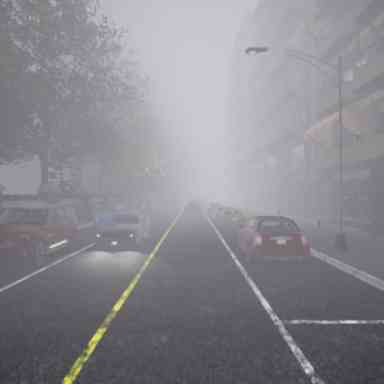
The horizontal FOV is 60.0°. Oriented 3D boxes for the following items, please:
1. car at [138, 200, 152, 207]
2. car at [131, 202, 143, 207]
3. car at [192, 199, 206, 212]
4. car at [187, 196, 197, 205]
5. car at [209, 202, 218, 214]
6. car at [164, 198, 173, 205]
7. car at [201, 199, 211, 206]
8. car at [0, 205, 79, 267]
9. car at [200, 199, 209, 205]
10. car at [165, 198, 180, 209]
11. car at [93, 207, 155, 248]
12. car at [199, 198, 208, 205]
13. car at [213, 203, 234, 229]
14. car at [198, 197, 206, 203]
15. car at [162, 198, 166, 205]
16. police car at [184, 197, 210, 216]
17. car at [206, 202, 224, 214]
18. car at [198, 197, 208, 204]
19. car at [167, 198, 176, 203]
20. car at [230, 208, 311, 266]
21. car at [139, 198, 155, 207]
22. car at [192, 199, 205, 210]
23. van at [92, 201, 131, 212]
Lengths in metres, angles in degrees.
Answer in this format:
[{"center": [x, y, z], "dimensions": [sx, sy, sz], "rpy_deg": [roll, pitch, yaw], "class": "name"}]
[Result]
[{"center": [-5.653, 1.840, 34.488], "dimensions": [1.887, 1.381, 4.507], "rpy_deg": [0, -1, 0], "class": "car"}, {"center": [-5.659, 1.827, 28.858], "dimensions": [1.802, 1.307, 4.206], "rpy_deg": [0, -1, 0], "class": "car"}, {"center": [0.952, 1.866, 47.063], "dimensions": [1.801, 1.575, 5.366], "rpy_deg": [0, -1, 0], "class": "car"}, {"center": [0.081, 1.811, 71.374], "dimensions": [2.097, 1.767, 4.553], "rpy_deg": [0, -1, 0], "class": "car"}, {"center": [2.721, 1.828, 28.849], "dimensions": [1.802, 1.307, 4.206], "rpy_deg": [0, -1, 0], "class": "car"}, {"center": [-5.605, 2.162, 79.528], "dimensions": [1.967, 1.590, 4.097], "rpy_deg": [0, -1, 0], "class": "car"}, {"center": [2.764, 2.156, 68.260], "dimensions": [1.887, 1.381, 4.507], "rpy_deg": [0, -1, 0], "class": "car"}, {"center": [-5.677, 1.414, 11.970], "dimensions": [2.192, 1.841, 5.009], "rpy_deg": [0, 0, 0], "class": "car"}, {"center": [2.770, 2.212, 73.891], "dimensions": [1.887, 1.381, 4.507], "rpy_deg": [0, -1, 0], "class": "car"}, {"center": [-3.002, 2.002, 56.518], "dimensions": [1.837, 1.490, 4.892], "rpy_deg": [0, -1, 0], "class": "car"}, {"center": [-3.085, 1.680, 15.889], "dimensions": [2.033, 1.411, 5.357], "rpy_deg": [0, -1, 0], "class": "car"}, {"center": [2.776, 2.163, 79.520], "dimensions": [1.967, 1.590, 4.097], "rpy_deg": [0, -1, 0], "class": "car"}, {"center": [2.716, 1.723, 23.389], "dimensions": [1.752, 1.417, 4.829], "rpy_deg": [0, -1, 0], "class": "car"}, {"center": [2.788, 2.276, 90.781], "dimensions": [1.967, 1.590, 4.097], "rpy_deg": [0, -1, 0], "class": "car"}, {"center": [-5.611, 2.106, 73.900], "dimensions": [1.967, 1.590, 4.097], "rpy_deg": [0, -1, 0], "class": "car"}, {"center": [0.484, 1.746, 37.172], "dimensions": [1.930, 1.638, 5.238], "rpy_deg": [0, -1, 12], "class": "police car"}, {"center": [2.733, 1.913, 40.111], "dimensions": [1.947, 1.339, 4.313], "rpy_deg": [0, -1, 0], "class": "car"}, {"center": [2.782, 2.094, 85.152], "dimensions": [2.192, 1.841, 5.009], "rpy_deg": [0, -1, 0], "class": "car"}, {"center": [-5.592, 2.386, 90.788], "dimensions": [2.008, 1.369, 4.403], "rpy_deg": [0, -1, 0], "class": "car"}, {"center": [2.703, 1.540, 11.960], "dimensions": [1.967, 1.590, 4.097], "rpy_deg": [0, 0, 0], "class": "car"}, {"center": [-5.647, 1.661, 40.122], "dimensions": [2.192, 1.841, 5.009], "rpy_deg": [0, -1, 0], "class": "car"}, {"center": [0.958, 1.942, 52.873], "dimensions": [1.882, 1.535, 5.008], "rpy_deg": [0, -1, 0], "class": "car"}, {"center": [-5.665, 1.537, 23.229], "dimensions": [1.690, 1.788, 3.998], "rpy_deg": [0, 0, 0], "class": "van"}]
